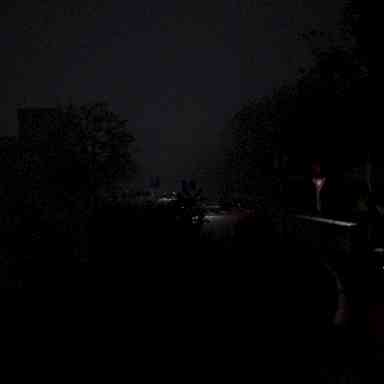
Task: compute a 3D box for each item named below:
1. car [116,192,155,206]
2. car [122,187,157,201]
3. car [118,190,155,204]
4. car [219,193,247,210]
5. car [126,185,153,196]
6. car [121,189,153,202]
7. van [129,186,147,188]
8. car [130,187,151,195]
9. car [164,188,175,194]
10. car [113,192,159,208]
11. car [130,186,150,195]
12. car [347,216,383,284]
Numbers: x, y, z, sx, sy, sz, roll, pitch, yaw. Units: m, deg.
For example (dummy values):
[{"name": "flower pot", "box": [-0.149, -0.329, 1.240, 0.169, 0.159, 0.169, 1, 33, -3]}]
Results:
[{"name": "car", "box": [-7.608, 0.934, 44.710, 4.674, 1.452, 2.002, -5, 2, -28]}, {"name": "car", "box": [-6.375, 0.901, 35.755, 5.566, 2.045, 2.435, -5, 3, -28]}, {"name": "car", "box": [-8.430, 0.723, 50.652, 5.008, 1.535, 2.097, -5, 3, -28]}, {"name": "car", "box": [3.813, 0.800, 31.221, 1.812, 1.442, 4.674, -3, 2, -7]}, {"name": "car", "box": [-12.135, -0.274, 77.432, 5.566, 2.045, 2.435, -5, 2, -28]}, {"name": "car", "box": [-8.891, 0.515, 53.615, 4.553, 1.767, 2.185, -5, 2, -28]}, {"name": "van", "box": [-8.138, 0.593, 47.613, 4.442, 1.987, 1.878, -5, 3, -28]}, {"name": "car", "box": [-12.985, -0.302, 83.347, 4.553, 1.767, 2.185, -5, 2, -28]}, {"name": "car", "box": [-3.962, 0.118, 56.886, 2.097, 1.767, 4.553, -3, 2, -7]}, {"name": "car", "box": [-7.021, 0.961, 41.821, 5.366, 1.575, 1.946, -5, 2, -28]}, {"name": "car", "box": [-13.395, -0.378, 86.320, 4.553, 1.767, 2.185, -5, 2, -28]}, {"name": "car", "box": [5.421, 1.374, 8.973, 2.128, 1.511, 4.902, -3, 0, 21]}]
